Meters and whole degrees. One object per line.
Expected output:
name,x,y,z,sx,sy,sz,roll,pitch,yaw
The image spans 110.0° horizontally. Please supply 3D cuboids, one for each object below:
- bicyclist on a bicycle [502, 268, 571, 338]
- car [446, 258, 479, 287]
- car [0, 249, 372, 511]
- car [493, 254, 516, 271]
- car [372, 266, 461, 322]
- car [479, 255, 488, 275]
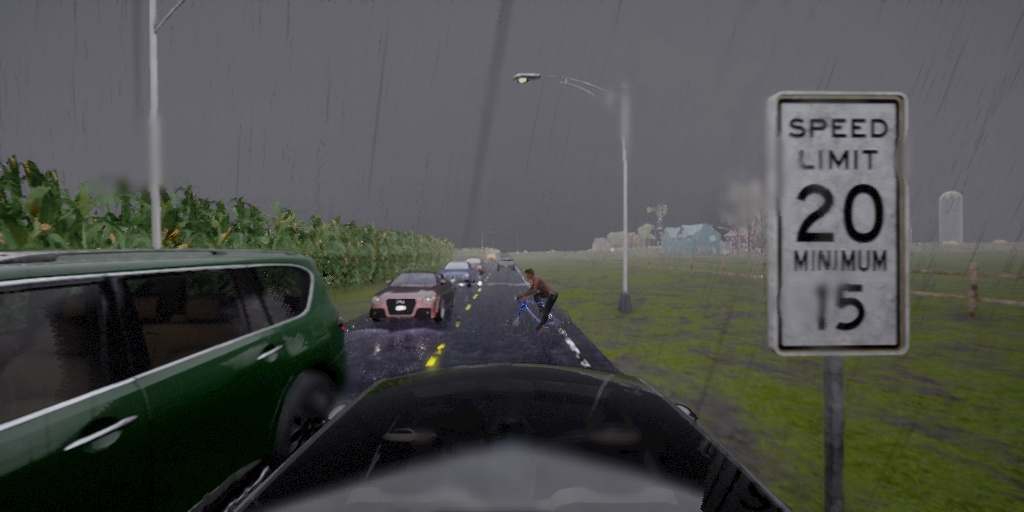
bicyclist on a bicycle,0.578,1.109,8.434,1.656,1.620,0.582,0,1,-1
car,-3.224,1.025,21.674,1.812,1.442,4.674,0,1,-1
car,-2.837,0.982,1.678,2.150,2.045,5.566,0,1,0
car,-0.624,0.765,38.211,2.128,1.511,4.902,0,1,-1
car,-3.024,1.194,11.673,1.994,1.385,4.181,0,1,-1
car,-3.396,0.892,31.840,1.812,1.442,4.674,0,1,-1
